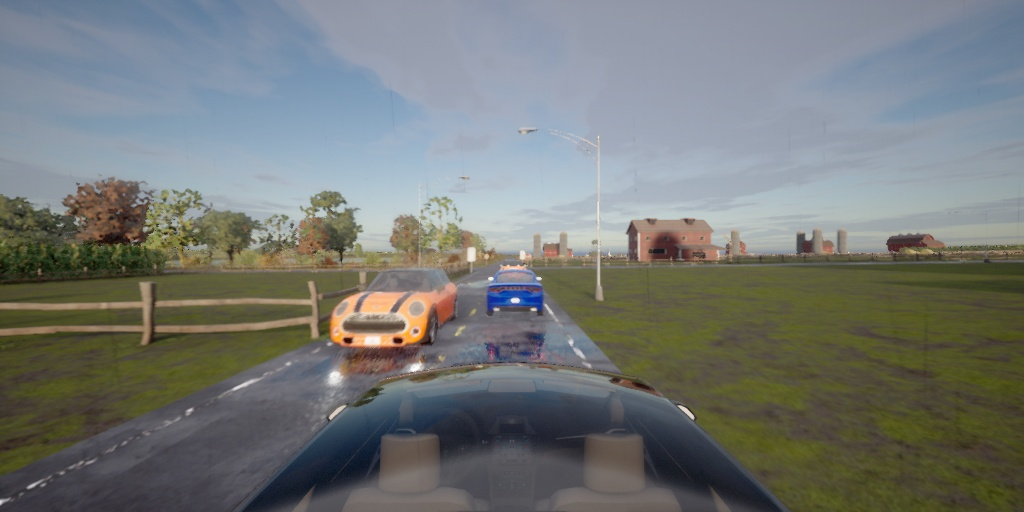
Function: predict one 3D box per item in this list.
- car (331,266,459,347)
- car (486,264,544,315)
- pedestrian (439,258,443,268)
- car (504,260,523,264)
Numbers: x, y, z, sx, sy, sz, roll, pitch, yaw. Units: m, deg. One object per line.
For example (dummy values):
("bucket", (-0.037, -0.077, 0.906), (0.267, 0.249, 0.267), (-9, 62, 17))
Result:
("car", (-2.742, 1.100, 9.409), (2.097, 1.767, 4.553), (0, 0, 1))
("car", (0.116, 1.224, 13.490), (1.882, 1.535, 5.008), (0, 0, 0))
("pedestrian", (-12.153, 1.154, 61.275), (0.375, 1.860, 0.375), (0, 1, 0))
("car", (0.103, 1.095, 28.696), (2.097, 1.767, 4.553), (0, 0, 0))
